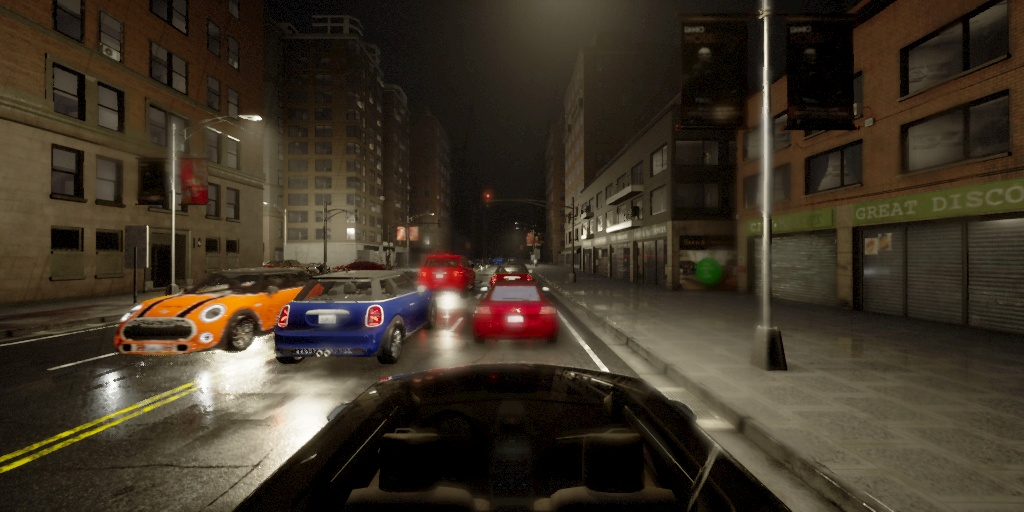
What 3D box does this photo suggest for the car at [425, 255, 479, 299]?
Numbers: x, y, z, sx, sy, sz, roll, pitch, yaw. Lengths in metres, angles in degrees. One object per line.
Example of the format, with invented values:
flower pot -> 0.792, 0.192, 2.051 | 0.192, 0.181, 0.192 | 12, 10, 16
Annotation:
car -> -3.150, 0.974, 18.288 | 2.150, 2.045, 5.566 | 0, 0, 0

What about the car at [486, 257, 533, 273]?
car -> 0.000, 1.104, 18.251 | 2.097, 1.767, 4.553 | 0, 0, 0

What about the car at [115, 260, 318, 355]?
car -> -6.600, 1.102, 8.846 | 2.097, 1.767, 4.553 | 0, 0, 0

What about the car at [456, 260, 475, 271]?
car -> -6.598, 1.317, 51.473 | 2.033, 1.411, 5.357 | 0, 0, 0

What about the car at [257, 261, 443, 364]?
car -> -3.147, 1.102, 8.249 | 2.097, 1.767, 4.553 | 0, 0, 0

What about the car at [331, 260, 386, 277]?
car -> -15.618, 1.243, 36.712 | 5.008, 1.535, 1.882 | 0, 2, -21

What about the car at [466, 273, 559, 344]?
car -> 0.092, 1.315, 9.633 | 1.994, 1.385, 4.181 | 0, 0, 0
